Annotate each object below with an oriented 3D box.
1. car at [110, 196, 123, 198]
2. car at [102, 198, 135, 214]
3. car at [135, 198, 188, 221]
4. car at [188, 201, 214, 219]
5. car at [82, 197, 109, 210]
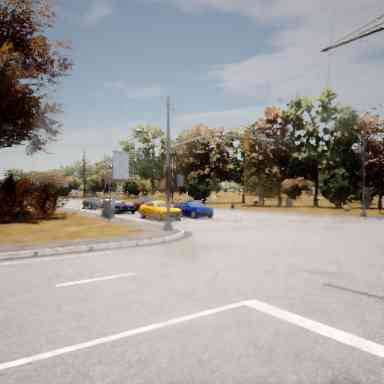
[{"bbox_3d":[-10.432,1.357,46.277,2.097,1.767,4.553,0,0,-33],"label":"car"},{"bbox_3d":[-7.639,1.629,35.536,1.895,1.301,4.718,0,0,-33],"label":"car"},{"bbox_3d":[-2.657,1.513,27.682,1.882,1.535,5.008,0,0,-32],"label":"car"},{"bbox_3d":[0.037,1.521,29.966,1.882,1.535,5.008,0,0,-32],"label":"car"},{"bbox_3d":[-13.034,1.504,43.872,1.837,1.490,4.892,0,0,-34],"label":"car"}]
